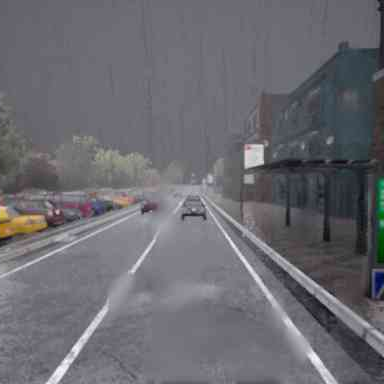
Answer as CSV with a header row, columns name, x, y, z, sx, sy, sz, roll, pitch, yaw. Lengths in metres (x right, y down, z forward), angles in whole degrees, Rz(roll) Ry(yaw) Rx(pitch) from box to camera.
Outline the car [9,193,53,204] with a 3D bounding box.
name,x,y,z,sx,sy,sz,roll,pitch,yaw
car,-22.407,0.872,46.395,5.008,1.535,2.097,0,1,0

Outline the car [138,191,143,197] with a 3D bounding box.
name,x,y,z,sx,sy,sz,roll,pitch,yaw
car,-9.316,0.950,43.526,4.792,1.488,2.163,0,1,0

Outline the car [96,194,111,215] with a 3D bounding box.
name,x,y,z,sx,sy,sz,roll,pitch,yaw
car,-9.486,1.180,26.828,5.008,1.535,2.097,0,1,0

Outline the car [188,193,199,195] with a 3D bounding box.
name,x,y,z,sx,sy,sz,roll,pitch,yaw
car,0.192,0.901,43.131,2.128,1.511,4.902,0,1,0

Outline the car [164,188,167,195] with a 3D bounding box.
name,x,y,z,sx,sy,sz,roll,pitch,yaw
car,-9.081,0.340,79.703,4.792,1.488,2.163,0,1,0

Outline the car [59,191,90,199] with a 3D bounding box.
name,x,y,z,sx,sy,sz,roll,pitch,yaw
car,-22.272,0.593,63.103,5.008,1.535,2.097,0,1,0

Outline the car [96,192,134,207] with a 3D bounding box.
name,x,y,z,sx,sy,sz,roll,pitch,yaw
car,-9.228,1.049,35.175,5.366,1.575,1.946,0,1,0

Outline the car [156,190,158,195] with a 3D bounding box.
name,x,y,z,sx,sy,sz,roll,pitch,yaw
car,-9.203,0.645,60.223,4.892,1.521,2.231,0,1,0

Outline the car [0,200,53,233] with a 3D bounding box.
name,x,y,z,sx,sy,sz,roll,pitch,yaw
car,-9.757,1.342,15.697,5.366,1.575,1.946,0,1,0

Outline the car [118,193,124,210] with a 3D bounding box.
name,x,y,z,sx,sy,sz,roll,pitch,yaw
car,-9.438,1.136,32.395,4.674,1.452,2.002,0,1,0

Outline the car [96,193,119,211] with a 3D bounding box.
name,x,y,z,sx,sy,sz,roll,pitch,yaw
car,-9.453,1.138,29.610,5.008,1.535,2.097,0,1,0

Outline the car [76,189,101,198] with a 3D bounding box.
name,x,y,z,sx,sy,sz,roll,pitch,yaw
car,-22.167,0.325,71.453,4.553,1.767,2.185,0,1,0

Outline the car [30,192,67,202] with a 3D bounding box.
name,x,y,z,sx,sy,sz,roll,pitch,yaw
car,-22.363,0.782,51.964,4.892,1.521,2.231,0,1,0

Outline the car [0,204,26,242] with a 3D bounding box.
name,x,y,z,sx,sy,sz,roll,pitch,yaw
car,-9.588,1.386,12.913,5.008,1.535,2.097,0,1,0

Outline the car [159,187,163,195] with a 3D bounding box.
name,x,y,z,sx,sy,sz,roll,pitch,yaw
car,-9.136,0.298,65.784,5.566,2.045,2.435,0,1,0

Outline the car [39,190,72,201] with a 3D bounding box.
name,x,y,z,sx,sy,sz,roll,pitch,yaw
car,-22.366,0.609,54.748,4.553,1.767,2.185,0,1,0

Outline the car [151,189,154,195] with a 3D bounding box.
name,x,y,z,sx,sy,sz,roll,pitch,yaw
car,-9.261,0.739,54.658,4.892,1.521,2.231,0,1,0

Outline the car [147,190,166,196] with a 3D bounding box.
name,x,y,z,sx,sy,sz,roll,pitch,yaw
car,-9.023,0.258,85.127,4.674,1.452,2.002,-1,1,1

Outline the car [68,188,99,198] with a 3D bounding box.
name,x,y,z,sx,sy,sz,roll,pitch,yaw
car,-22.251,0.249,68.543,5.566,2.045,2.435,0,1,0

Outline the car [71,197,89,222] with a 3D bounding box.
name,x,y,z,sx,sy,sz,roll,pitch,yaw
car,-9.532,1.264,21.261,4.892,1.521,2.231,0,1,0

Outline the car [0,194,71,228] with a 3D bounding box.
name,x,y,z,sx,sy,sz,roll,pitch,yaw
car,-9.518,1.180,18.351,4.553,1.767,2.185,0,1,0

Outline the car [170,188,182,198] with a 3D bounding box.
name,x,y,z,sx,sy,sz,roll,pitch,yaw
car,-3.037,0.452,69.864,1.837,1.490,4.892,0,1,0

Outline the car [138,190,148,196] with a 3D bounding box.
name,x,y,z,sx,sy,sz,roll,pitch,yaw
car,-9.303,0.870,49.092,4.674,1.452,2.002,0,1,0

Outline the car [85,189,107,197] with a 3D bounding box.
name,x,y,z,sx,sy,sz,roll,pitch,yaw
car,-22.186,0.231,76.898,4.553,1.767,2.185,0,1,0

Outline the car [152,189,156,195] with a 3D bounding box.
name,x,y,z,sx,sy,sz,roll,pitch,yaw
car,-9.418,0.688,57.442,5.366,1.575,1.946,0,1,0

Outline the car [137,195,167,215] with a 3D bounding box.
name,x,y,z,sx,sy,sz,roll,pitch,yaw
car,-3.307,1.226,29.231,1.895,1.301,4.718,0,1,0

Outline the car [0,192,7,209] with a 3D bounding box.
name,x,y,z,sx,sy,sz,roll,pitch,yaw
car,-22.461,0.923,35.255,4.553,1.767,2.185,0,1,0

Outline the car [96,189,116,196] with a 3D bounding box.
name,x,y,z,sx,sy,sz,roll,pitch,yaw
car,-22.055,0.086,85.376,4.553,1.767,2.185,0,1,0

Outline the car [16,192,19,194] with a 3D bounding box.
name,x,y,z,sx,sy,sz,roll,pitch,yaw
car,-22.473,1.045,38.043,4.674,1.452,2.002,0,1,0

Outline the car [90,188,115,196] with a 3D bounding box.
name,x,y,z,sx,sy,sz,roll,pitch,yaw
car,-22.137,0.008,82.590,5.566,2.045,2.435,0,1,0

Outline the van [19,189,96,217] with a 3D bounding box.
name,x,y,z,sx,sy,sz,roll,pitch,yaw
van,-9.620,0.996,24.042,4.442,1.987,1.878,0,1,0

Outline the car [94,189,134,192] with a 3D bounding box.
name,x,y,z,sx,sy,sz,roll,pitch,yaw
car,-9.359,0.883,37.957,4.553,1.767,2.185,0,1,0

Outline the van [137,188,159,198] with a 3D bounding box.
name,x,y,z,sx,sy,sz,roll,pitch,yaw
van,-9.027,0.278,68.442,4.442,1.987,1.878,0,1,0

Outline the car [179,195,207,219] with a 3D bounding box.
name,x,y,z,sx,sy,sz,roll,pitch,yaw
car,0.130,1.234,25.148,2.033,1.411,5.357,0,1,0

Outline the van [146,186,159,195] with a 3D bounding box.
name,x,y,z,sx,sy,sz,roll,pitch,yaw
van,-9.070,0.371,63.001,4.442,1.987,1.878,0,1,0

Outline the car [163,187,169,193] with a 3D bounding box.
name,x,y,z,sx,sy,sz,roll,pitch,yaw
car,-8.843,0.260,82.483,5.366,1.575,1.946,0,1,0

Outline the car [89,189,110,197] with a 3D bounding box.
name,x,y,z,sx,sy,sz,roll,pitch,yaw
car,-22.163,0.183,79.682,4.553,1.767,2.185,0,1,0

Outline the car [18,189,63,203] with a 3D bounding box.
name,x,y,z,sx,sy,sz,roll,pitch,yaw
car,-22.352,0.575,49.177,5.566,2.045,2.435,0,1,0

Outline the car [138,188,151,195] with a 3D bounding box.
name,x,y,z,sx,sy,sz,roll,pitch,yaw
car,-9.246,0.659,51.871,4.553,1.767,2.185,0,1,0

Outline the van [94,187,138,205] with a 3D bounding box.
name,x,y,z,sx,sy,sz,roll,pitch,yaw
van,-9.251,0.740,40.675,4.442,1.987,1.878,0,1,0

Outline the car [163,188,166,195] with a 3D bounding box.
name,x,y,z,sx,sy,sz,roll,pitch,yaw
car,-9.077,0.398,76.920,4.674,1.452,2.002,0,1,0
